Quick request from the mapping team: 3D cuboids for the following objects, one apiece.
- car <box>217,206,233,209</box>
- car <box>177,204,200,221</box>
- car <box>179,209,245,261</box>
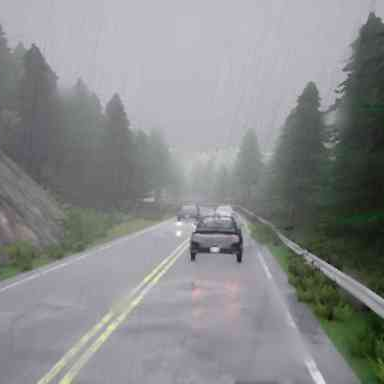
[{"bbox_3d":[2.776,1.870,28.109,1.812,1.442,4.674,1,0,6],"label":"car"},{"bbox_3d":[-0.182,1.865,30.740,1.812,1.442,4.674,1,-1,6],"label":"car"},{"bbox_3d":[1.035,1.660,13.035,2.128,1.511,4.902,1,-1,7],"label":"car"}]
